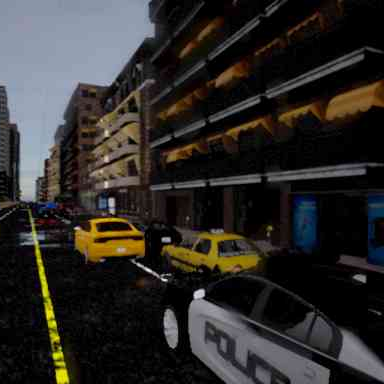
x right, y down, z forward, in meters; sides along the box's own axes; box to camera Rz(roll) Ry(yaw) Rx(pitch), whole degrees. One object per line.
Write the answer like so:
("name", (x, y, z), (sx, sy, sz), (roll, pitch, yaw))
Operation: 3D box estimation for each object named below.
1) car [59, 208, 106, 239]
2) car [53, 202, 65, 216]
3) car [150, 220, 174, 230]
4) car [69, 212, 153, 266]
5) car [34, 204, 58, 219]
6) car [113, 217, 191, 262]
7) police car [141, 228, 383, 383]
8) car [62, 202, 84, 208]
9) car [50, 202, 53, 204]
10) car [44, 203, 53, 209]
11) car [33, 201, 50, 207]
("car", (-5.892, 1.876, 18.179), (1.837, 1.490, 4.892), (0, -1, -26))
("car", (-16.937, 2.235, 44.486), (2.192, 1.841, 5.009), (0, -1, -26))
("car", (0.552, 1.703, 9.217), (1.752, 1.417, 4.829), (0, -1, -26))
("car", (-3.328, 1.736, 12.756), (1.882, 1.535, 5.008), (0, -1, -26))
("car", (-17.308, 2.420, 39.279), (1.895, 1.301, 4.718), (0, -1, -26))
("car", (-1.882, 1.846, 14.124), (1.947, 1.339, 4.313), (0, -1, -26))
("police car", (1.167, 1.501, 3.947), (1.930, 1.638, 5.238), (0, -1, -26))
("car", (-11.919, 2.146, 34.363), (1.967, 1.590, 4.097), (0, -1, -26))
("car", (-21.955, 2.717, 54.599), (1.802, 1.307, 4.206), (0, -1, -26))
("car", (-34.501, 3.252, 79.897), (1.947, 1.339, 4.313), (0, -1, -26))
("car", (-24.260, 2.593, 53.194), (1.882, 1.535, 5.008), (0, -1, -26))
